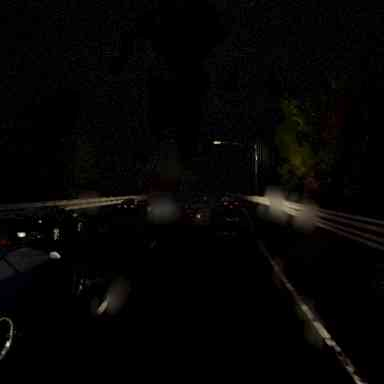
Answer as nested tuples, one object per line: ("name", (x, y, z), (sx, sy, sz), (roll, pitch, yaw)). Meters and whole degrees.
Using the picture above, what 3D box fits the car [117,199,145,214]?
("car", (-6.117, 1.409, 33.682), (2.033, 1.411, 5.357), (0, 0, 3))

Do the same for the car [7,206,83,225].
("car", (-6.701, 1.435, 15.623), (1.837, 1.490, 4.892), (0, 0, 1))

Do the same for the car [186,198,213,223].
("car", (0.534, 1.427, 24.176), (1.812, 1.442, 4.674), (0, 0, 2))

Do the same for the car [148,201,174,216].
("car", (-2.751, 1.477, 30.344), (1.895, 1.301, 4.718), (0, 0, 2))

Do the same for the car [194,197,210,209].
("car", (1.325, 1.400, 42.221), (1.994, 1.385, 4.181), (0, 0, 3))

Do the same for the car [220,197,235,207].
("car", (5.019, 1.422, 47.655), (1.895, 1.301, 4.718), (0, 0, 3))

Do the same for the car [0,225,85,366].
("car", (-3.350, 1.538, 5.654), (1.994, 1.385, 4.181), (0, 0, 1))

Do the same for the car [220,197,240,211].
("car", (4.349, 1.380, 37.752), (1.812, 1.442, 4.674), (0, 0, 5))
